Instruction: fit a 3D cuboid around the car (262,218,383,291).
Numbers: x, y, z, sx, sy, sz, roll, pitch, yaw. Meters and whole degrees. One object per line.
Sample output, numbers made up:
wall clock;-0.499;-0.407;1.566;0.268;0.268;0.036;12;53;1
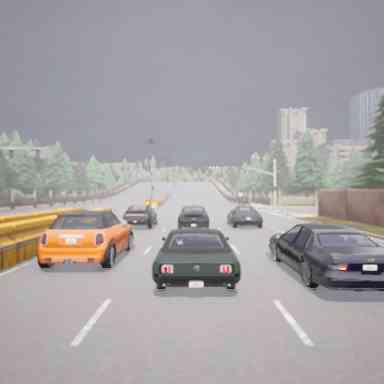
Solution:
car;3.598;1.585;9.232;2.033;1.411;5.357;0;0;0

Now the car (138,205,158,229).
car;-3.407;1.583;22.353;2.128;1.511;4.902;0;0;0

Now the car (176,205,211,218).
car;0.094;1.589;20.646;1.837;1.490;4.892;0;0;0

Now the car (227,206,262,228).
car;3.593;1.658;23.048;1.994;1.385;4.181;0;0;0

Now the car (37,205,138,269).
car;-3.397;1.399;11.468;2.097;1.767;4.553;0;0;0

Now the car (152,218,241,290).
car;0.098;1.639;9.134;1.895;1.301;4.718;0;0;0
